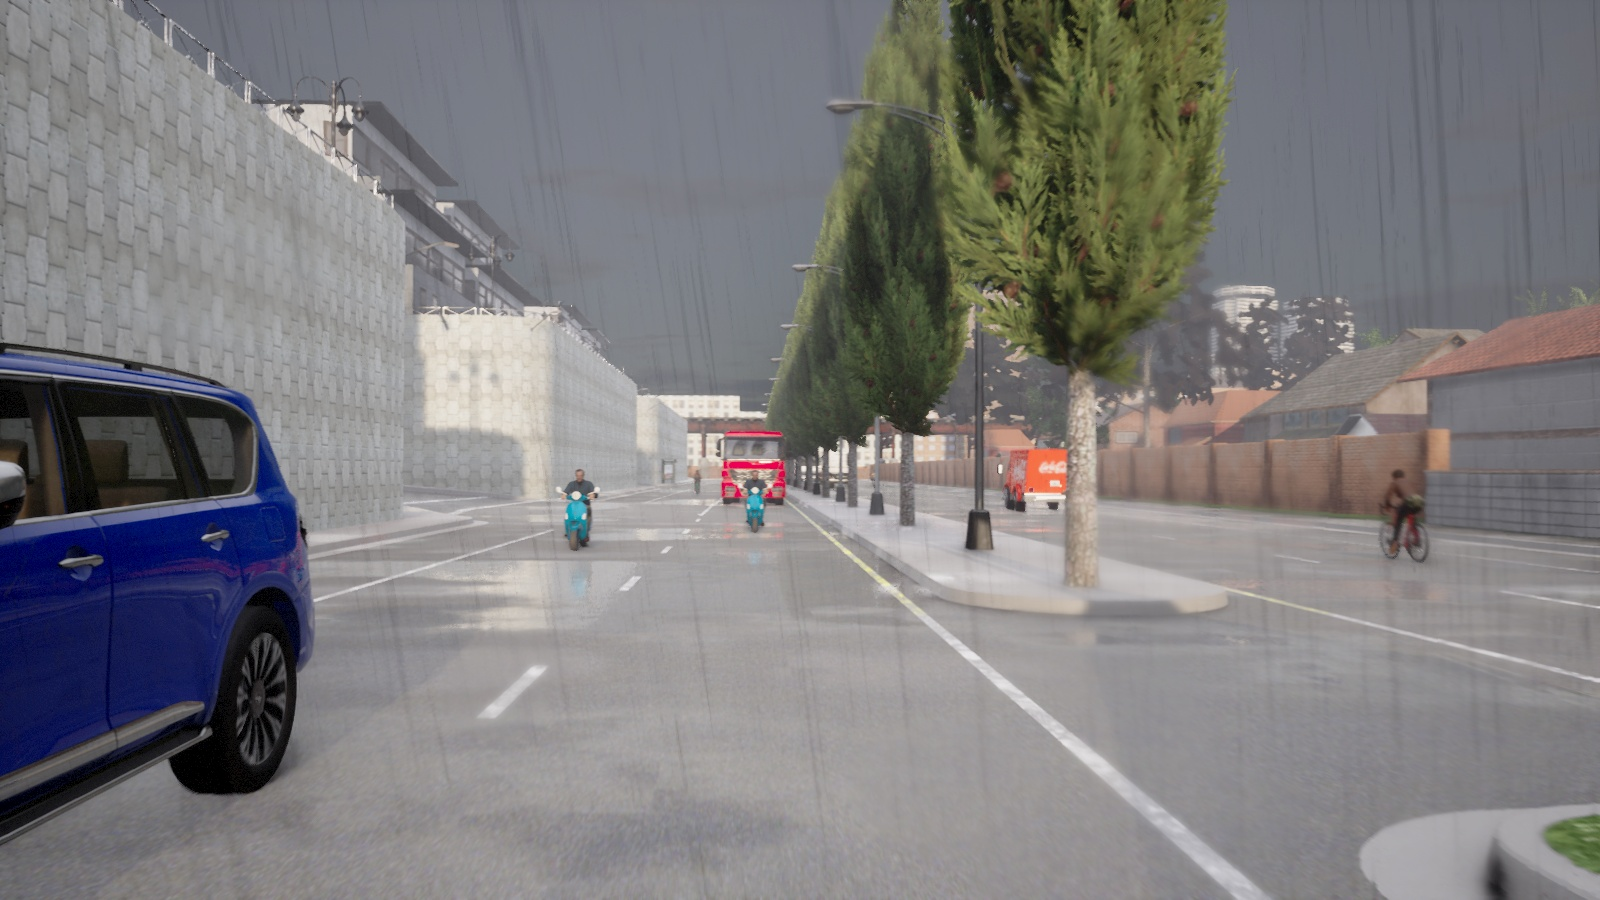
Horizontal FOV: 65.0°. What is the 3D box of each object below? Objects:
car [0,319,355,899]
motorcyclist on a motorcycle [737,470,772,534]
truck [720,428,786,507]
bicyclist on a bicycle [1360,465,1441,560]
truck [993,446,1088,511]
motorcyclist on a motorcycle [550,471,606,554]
[{"bbox_3d":[-3.606,0.626,4.572,2.150,2.045,5.566,0,-1,-2],"label":"car"},{"bbox_3d":[-1.162,1.311,32.104,0.866,1.590,1.817,0,-1,-2],"label":"motorcyclist on a motorcycle"},{"bbox_3d":[-2.233,0.835,59.246,2.891,3.462,7.936,0,-1,-2],"label":"truck"},{"bbox_3d":[10.725,1.096,22.482,0.582,1.620,1.656,0,-1,-2],"label":"bicyclist on a bicycle"},{"bbox_3d":[9.613,1.135,50.698,2.627,2.467,5.204,0,-1,-2],"label":"truck"},{"bbox_3d":[-4.375,1.204,24.862,0.866,1.590,1.817,0,-1,-2],"label":"motorcyclist on a motorcycle"}]
